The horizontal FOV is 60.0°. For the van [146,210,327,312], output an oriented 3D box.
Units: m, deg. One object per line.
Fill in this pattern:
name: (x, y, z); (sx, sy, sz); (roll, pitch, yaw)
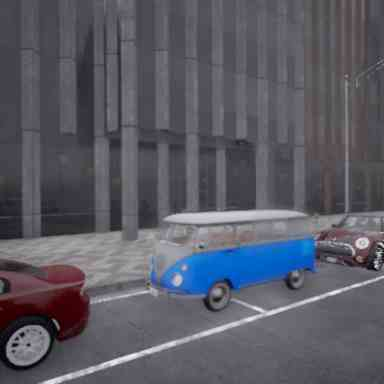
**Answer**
van: (1.009, 1.321, 7.371); (3.998, 1.788, 1.690); (0, 0, -35)

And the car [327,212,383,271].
car: (5.599, 1.397, 10.643); (4.097, 1.590, 1.967); (0, 0, -35)

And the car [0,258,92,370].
car: (-3.580, 1.547, 4.098); (4.507, 1.381, 1.887); (0, 0, -35)
